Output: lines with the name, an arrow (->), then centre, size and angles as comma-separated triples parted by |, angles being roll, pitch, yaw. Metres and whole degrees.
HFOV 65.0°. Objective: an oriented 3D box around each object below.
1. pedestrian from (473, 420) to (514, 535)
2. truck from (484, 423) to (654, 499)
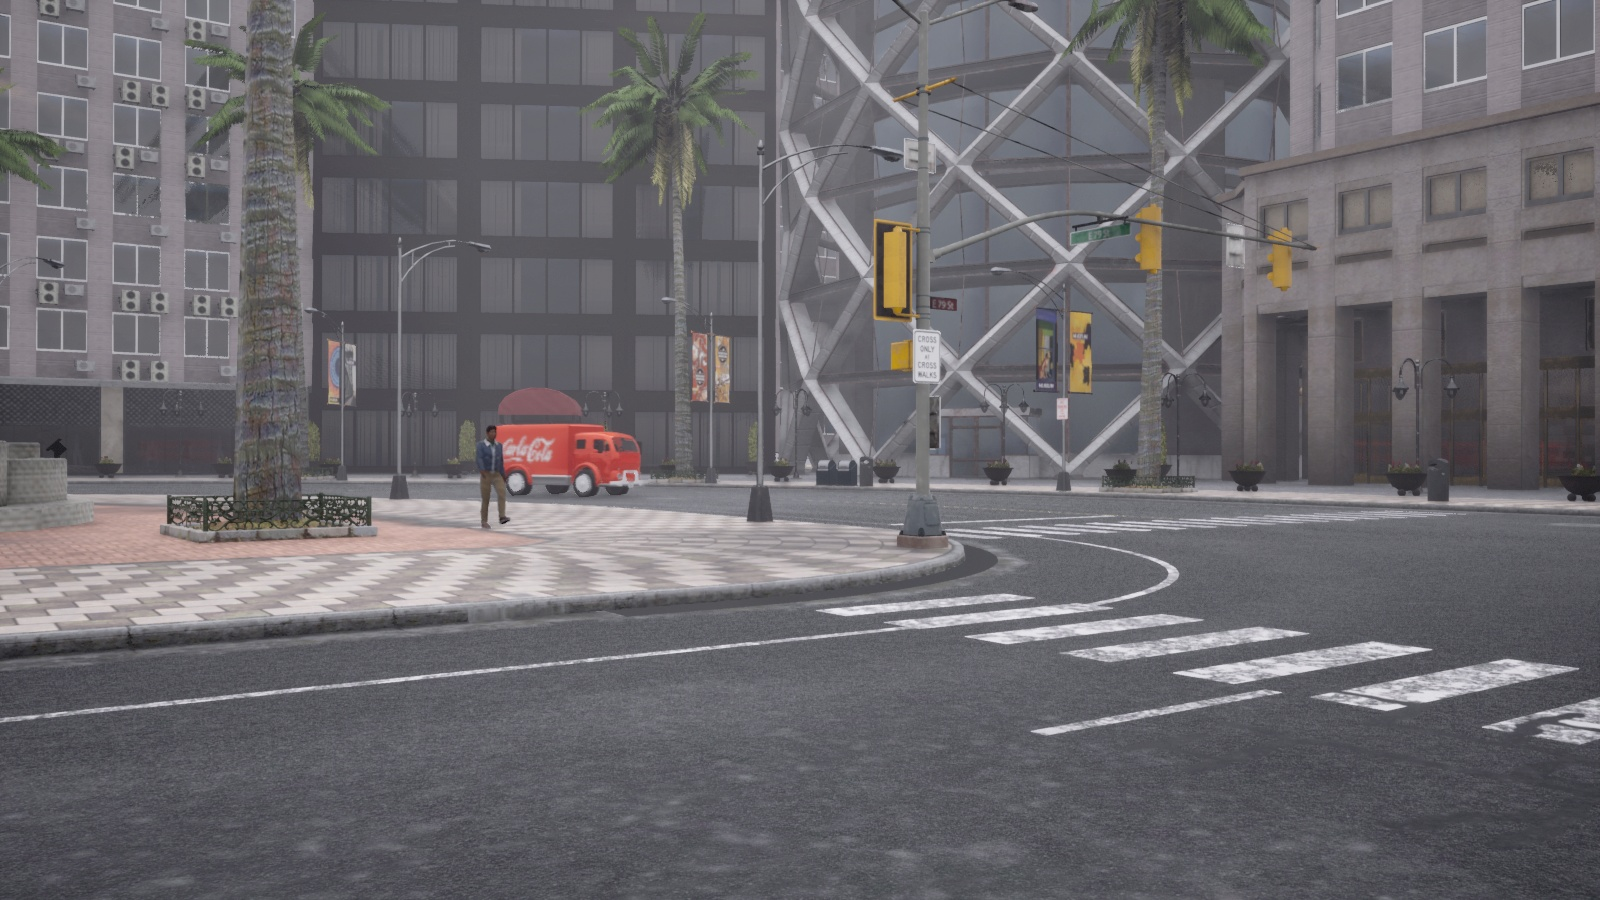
pedestrian -> -5.282, 0.466, 21.629 | 0.423, 1.949, 0.788 | 0, 0, -36
truck -> -7.923, 0.380, 43.123 | 5.204, 2.467, 2.627 | 0, 0, 27
